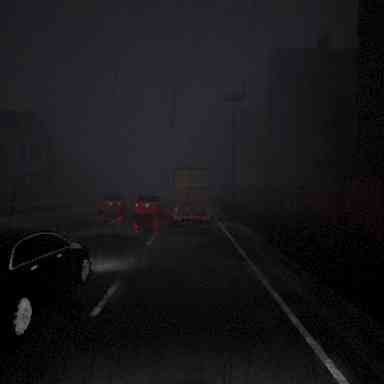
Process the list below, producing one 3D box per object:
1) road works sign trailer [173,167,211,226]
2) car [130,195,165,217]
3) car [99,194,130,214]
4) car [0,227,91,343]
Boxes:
[{"bbox_3d":[0.002,0.220,21.090,2.380,3.560,2.880,0,1,0],"label":"road works sign trailer"},{"bbox_3d":[-3.397,1.037,27.305,2.097,1.767,4.553,0,1,0],"label":"car"},{"bbox_3d":[-6.897,1.003,30.277,2.097,1.767,4.553,0,1,0],"label":"car"},{"bbox_3d":[-3.400,1.432,6.291,1.837,1.490,4.892,0,1,0],"label":"car"}]
